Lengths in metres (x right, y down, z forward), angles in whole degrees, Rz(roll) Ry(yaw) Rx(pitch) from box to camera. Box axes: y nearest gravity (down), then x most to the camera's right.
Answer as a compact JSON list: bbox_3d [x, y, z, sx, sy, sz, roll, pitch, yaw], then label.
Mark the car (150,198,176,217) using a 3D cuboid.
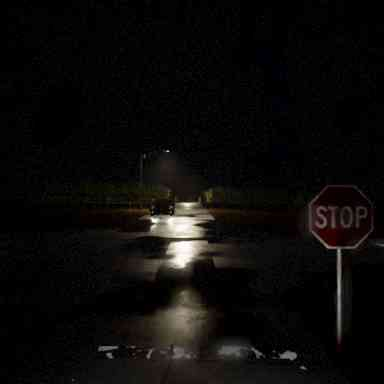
[{"bbox_3d":[-2.698,1.402,31.702,2.097,1.767,4.553,0,0,0],"label":"car"}]
